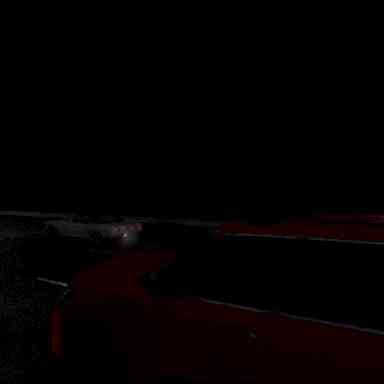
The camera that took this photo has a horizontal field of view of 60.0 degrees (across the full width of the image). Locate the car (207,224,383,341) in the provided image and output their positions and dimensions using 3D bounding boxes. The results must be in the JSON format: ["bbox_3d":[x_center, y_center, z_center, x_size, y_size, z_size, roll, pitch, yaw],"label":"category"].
[{"bbox_3d":[2.736,1.514,6.214,4.674,1.442,1.812,0,0,35],"label":"car"}]

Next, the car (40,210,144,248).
[{"bbox_3d":[-4.665,1.570,15.247,4.718,1.301,1.895,0,0,32],"label":"car"}]

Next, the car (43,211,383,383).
[{"bbox_3d":[1.017,1.215,3.180,5.566,2.045,2.150,0,0,35],"label":"car"}]
